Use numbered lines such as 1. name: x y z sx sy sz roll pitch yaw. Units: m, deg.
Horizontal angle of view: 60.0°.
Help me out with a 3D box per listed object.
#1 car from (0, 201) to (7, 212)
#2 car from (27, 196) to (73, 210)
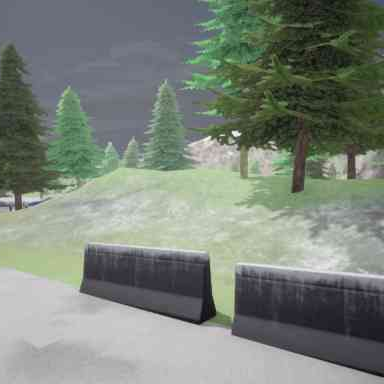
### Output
1. car: -21.870 1.398 34.400 2.128 1.511 4.902 0 0 42
2. car: -18.462 1.374 42.803 5.008 1.535 1.882 0 0 -42
